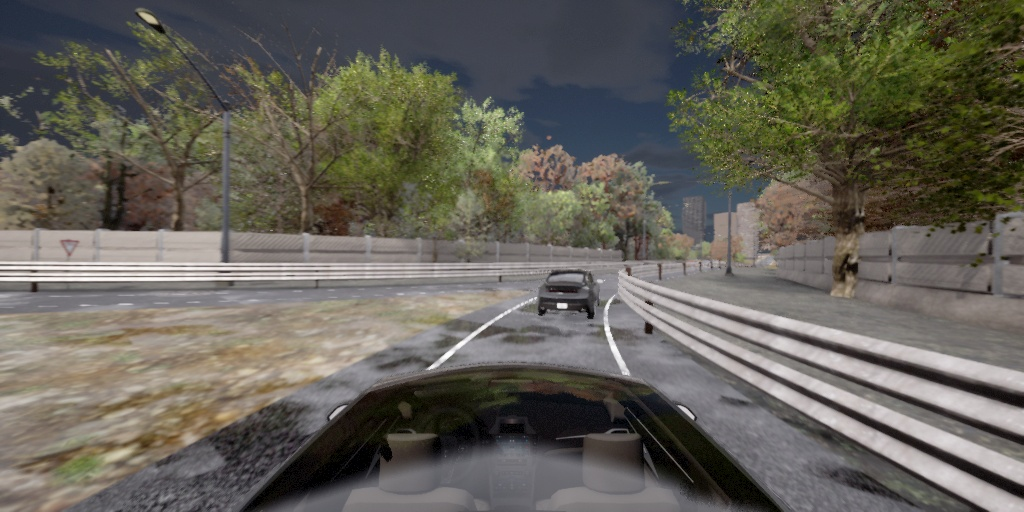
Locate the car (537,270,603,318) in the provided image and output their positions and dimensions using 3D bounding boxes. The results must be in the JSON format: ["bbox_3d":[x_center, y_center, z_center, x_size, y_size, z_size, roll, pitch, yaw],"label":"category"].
[{"bbox_3d":[2.186,1.240,13.121,1.837,1.490,4.892,0,0,16],"label":"car"}]
